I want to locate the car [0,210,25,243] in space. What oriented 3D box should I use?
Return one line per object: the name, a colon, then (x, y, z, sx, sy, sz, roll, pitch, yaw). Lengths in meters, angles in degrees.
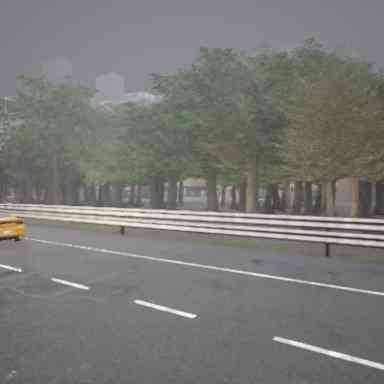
car: (-9.511, 1.478, 14.970, 5.008, 1.535, 1.882, 0, 0, 36)
